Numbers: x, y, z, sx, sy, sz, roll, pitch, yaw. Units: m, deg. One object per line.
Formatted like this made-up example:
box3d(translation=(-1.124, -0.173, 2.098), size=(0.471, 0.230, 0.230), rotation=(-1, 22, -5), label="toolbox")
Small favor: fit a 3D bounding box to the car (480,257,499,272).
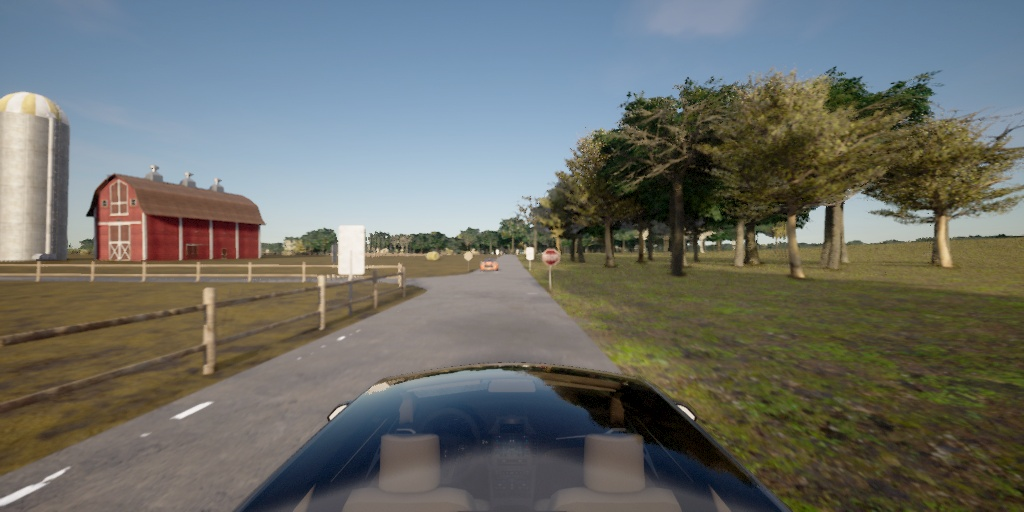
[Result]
box3d(translation=(-2.743, 0.969, 44.289), size=(2.097, 1.767, 4.553), rotation=(0, 0, 0), label="car")
